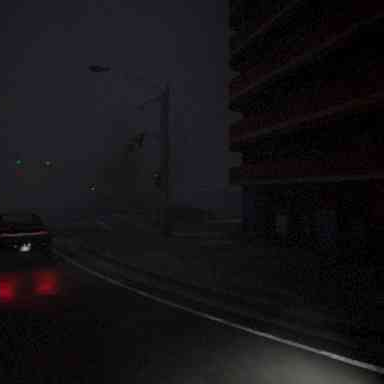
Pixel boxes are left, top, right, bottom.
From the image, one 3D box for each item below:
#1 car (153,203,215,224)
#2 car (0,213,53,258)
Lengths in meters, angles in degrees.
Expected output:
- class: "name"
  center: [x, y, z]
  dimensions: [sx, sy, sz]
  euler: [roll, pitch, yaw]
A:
- class: "car"
  center: [-0.576, 1.652, 26.247]
  dimensions: [4.902, 1.511, 2.128]
  euler: [0, 0, -21]
- class: "car"
  center: [-6.441, 1.522, 12.192]
  dimensions: [2.128, 1.511, 4.902]
  euler: [0, 0, -34]
